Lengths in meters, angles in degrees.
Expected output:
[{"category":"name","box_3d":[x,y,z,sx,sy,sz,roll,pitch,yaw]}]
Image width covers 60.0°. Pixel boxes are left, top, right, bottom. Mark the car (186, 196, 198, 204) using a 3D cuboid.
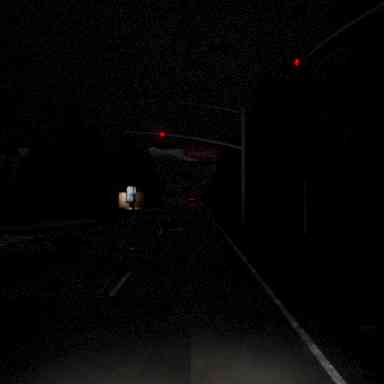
[{"category":"car","box_3d":[0.000,1.495,61.295,1.837,1.490,4.892,0,0,0]}]
